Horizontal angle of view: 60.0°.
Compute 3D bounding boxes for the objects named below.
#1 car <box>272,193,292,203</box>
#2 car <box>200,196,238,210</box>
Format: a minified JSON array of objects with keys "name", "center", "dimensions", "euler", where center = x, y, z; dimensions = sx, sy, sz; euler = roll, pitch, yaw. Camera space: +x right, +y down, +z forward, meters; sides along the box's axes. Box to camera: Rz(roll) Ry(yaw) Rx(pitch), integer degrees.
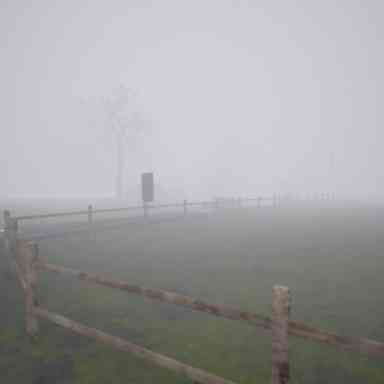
[{"name":"car","center":[13.645,0.897,50.212],"dimensions":[2.128,1.511,4.902],"euler":[-1,0,35]},{"name":"car","center":[2.995,1.107,35.112],"dimensions":[2.033,1.411,5.357],"euler":[-1,0,35]}]
